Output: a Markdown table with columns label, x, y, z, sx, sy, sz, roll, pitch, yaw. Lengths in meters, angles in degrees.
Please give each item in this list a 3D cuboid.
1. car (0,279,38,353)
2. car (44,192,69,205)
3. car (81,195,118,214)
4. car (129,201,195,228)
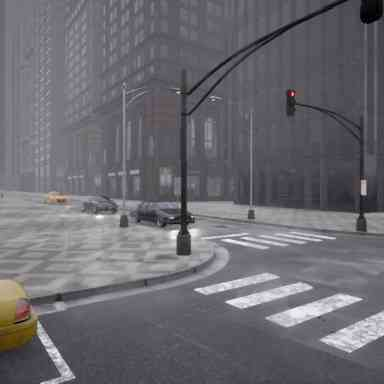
| label | x | y | z | sx | sy | sz | roll | pitch | yaw |
| --- | --- | --- | --- | --- | --- | --- | --- | --- | --- |
| car | -4.347 | 1.525 | 3.543 | 4.829 | 1.417 | 1.752 | 0 | 0 | -36 |
| car | -16.389 | 0.724 | 40.131 | 1.882 | 1.535 | 5.008 | 0 | 1 | -36 |
| car | -7.984 | 1.005 | 28.479 | 1.837 | 1.490 | 4.892 | 0 | 1 | -36 |
| car | -2.001 | 1.237 | 20.207 | 2.033 | 1.411 | 5.357 | 0 | 1 | -36 |
